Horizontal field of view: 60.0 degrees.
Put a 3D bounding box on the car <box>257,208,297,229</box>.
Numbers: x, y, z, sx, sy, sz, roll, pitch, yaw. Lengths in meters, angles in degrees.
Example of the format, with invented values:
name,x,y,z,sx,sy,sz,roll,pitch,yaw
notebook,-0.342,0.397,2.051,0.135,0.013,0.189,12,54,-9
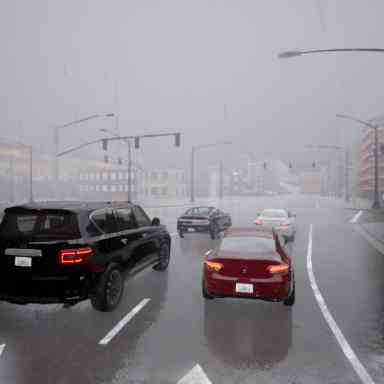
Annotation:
name,x,y,z,sx,sy,sz,roll,pitch,yaw
car,4.178,1.526,16.534,1.812,1.442,4.674,0,0,20

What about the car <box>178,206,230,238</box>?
name,x,y,z,sx,sy,sz,roll,pitch,yaw
car,0.771,1.491,17.263,2.128,1.511,4.902,0,0,19

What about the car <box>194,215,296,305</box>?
name,x,y,z,sx,sy,sz,roll,pitch,yaw
car,1.445,1.526,8.099,1.812,1.442,4.674,0,0,13

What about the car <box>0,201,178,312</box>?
name,x,y,z,sx,sy,sz,roll,pitch,yaw
car,-2.167,1.221,8.012,2.150,2.045,5.566,0,0,12
